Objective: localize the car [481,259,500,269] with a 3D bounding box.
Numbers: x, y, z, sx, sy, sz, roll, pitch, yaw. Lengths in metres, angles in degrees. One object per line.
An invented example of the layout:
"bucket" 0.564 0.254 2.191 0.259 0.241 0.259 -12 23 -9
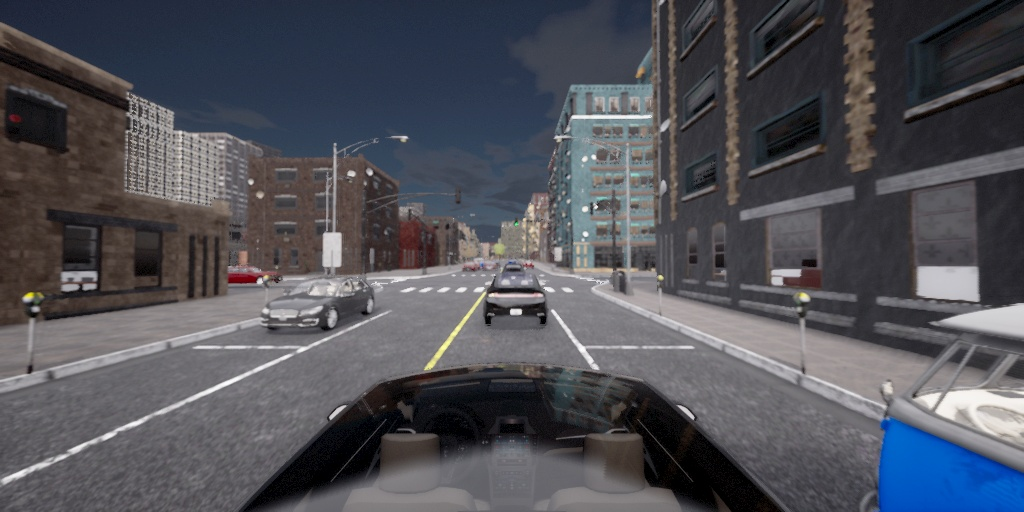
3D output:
"car" -3.057 1.405 50.725 1.812 1.442 4.674 0 0 0

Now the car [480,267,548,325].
"car" 0.106 1.269 11.854 2.128 1.511 4.902 0 0 0

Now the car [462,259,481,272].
"car" -5.743 1.420 49.023 1.888 1.381 4.507 0 0 0

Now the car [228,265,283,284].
"car" -19.282 1.429 26.321 4.507 1.381 1.888 0 0 1

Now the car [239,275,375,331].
"car" -5.686 1.326 11.068 2.007 1.370 4.403 0 0 0

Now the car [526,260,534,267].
"car" 2.720 1.344 60.449 1.967 1.591 4.097 0 0 0

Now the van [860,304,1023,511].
"van" 2.691 1.087 0.242 1.690 1.789 3.998 0 0 0

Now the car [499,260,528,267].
"car" 0.114 1.329 29.502 1.837 1.490 4.892 0 0 0
